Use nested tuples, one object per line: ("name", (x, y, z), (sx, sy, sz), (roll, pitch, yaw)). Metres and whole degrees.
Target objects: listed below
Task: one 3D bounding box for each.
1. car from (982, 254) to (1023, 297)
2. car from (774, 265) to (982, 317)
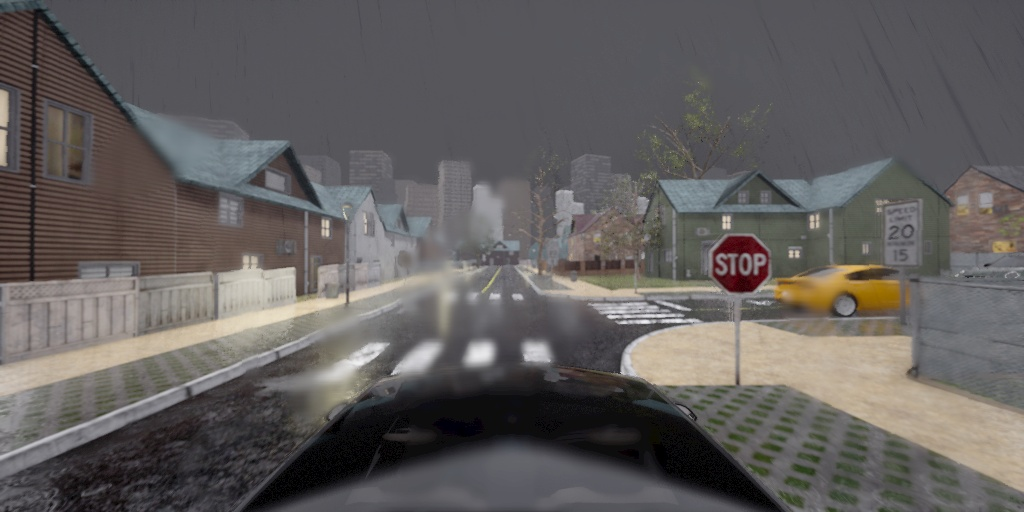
("car", (20.846, 0.698, 14.385), (4.553, 1.767, 2.097), (-1, -1, 0))
("car", (11.368, 1.041, 11.606), (5.008, 1.535, 1.882), (-2, -1, 0))
